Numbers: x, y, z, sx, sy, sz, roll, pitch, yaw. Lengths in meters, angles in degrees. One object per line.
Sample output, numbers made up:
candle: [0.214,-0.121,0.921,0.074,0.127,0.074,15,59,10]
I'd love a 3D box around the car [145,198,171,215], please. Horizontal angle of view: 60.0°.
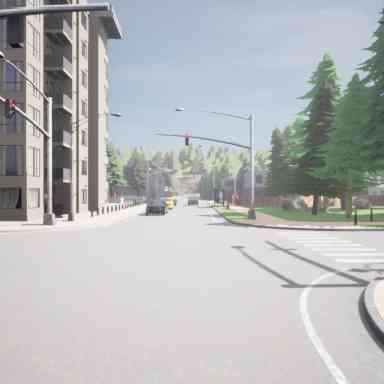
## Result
car: [-3.489,1.478,33.508,1.882,1.535,5.008,0,0,0]

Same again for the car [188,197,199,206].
car: [0.185,1.547,55.689,2.033,1.411,5.357,0,0,0]

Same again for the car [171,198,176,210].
car: [-3.447,1.478,43.469,1.882,1.535,5.008,0,0,0]
